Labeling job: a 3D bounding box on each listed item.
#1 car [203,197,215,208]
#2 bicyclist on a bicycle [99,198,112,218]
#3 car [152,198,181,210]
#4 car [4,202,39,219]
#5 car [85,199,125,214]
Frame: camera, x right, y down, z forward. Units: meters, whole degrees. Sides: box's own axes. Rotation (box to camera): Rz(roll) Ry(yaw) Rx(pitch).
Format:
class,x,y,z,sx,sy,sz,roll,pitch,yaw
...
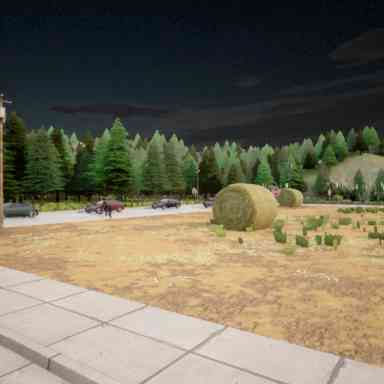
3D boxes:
class,x,y,z,sx,sy,sz,roll,pitch,yaw
car,3.501,1.518,47.782,2.128,1.511,4.902,0,0,37
bicyclist on a bicycle,-7.034,1.327,27.028,1.656,1.620,0.582,0,0,36
car,-3.373,1.552,44.560,1.812,1.442,4.674,0,0,37
car,-15.369,1.591,28.338,1.994,1.385,4.181,0,0,36
car,-9.454,1.552,36.333,1.812,1.442,4.674,0,0,36
